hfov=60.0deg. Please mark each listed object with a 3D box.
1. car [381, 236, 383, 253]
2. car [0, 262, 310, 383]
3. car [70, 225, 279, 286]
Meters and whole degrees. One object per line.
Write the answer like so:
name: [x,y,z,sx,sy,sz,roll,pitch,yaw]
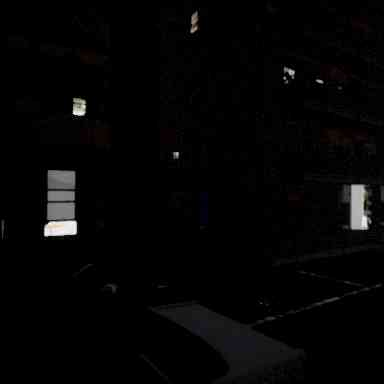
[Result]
car: [8.952,1.708,12.776,4.403,1.369,2.008,1,-1,-35]
car: [-1.347,1.611,2.398,4.718,1.301,1.895,1,-1,-35]
car: [-0.299,1.487,6.296,4.097,1.590,1.967,1,-1,-35]
